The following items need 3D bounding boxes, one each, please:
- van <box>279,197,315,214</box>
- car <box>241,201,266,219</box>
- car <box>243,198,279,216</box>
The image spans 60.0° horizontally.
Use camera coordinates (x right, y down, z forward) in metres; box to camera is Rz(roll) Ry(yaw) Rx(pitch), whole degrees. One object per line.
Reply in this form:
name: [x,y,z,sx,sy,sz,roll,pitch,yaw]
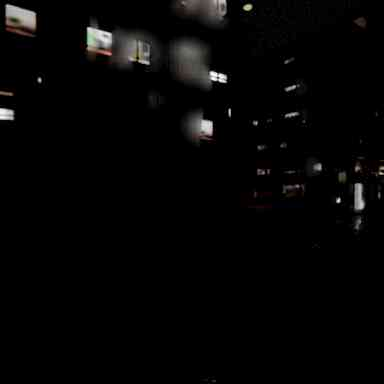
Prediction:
van: [11.033,1.404,35.356,1.690,1.788,3.998,-2,0,-36]
car: [4.295,1.732,30.440,1.802,1.307,4.206,-2,0,-36]
car: [5.727,1.615,32.824,1.882,1.535,5.008,-1,0,-36]
